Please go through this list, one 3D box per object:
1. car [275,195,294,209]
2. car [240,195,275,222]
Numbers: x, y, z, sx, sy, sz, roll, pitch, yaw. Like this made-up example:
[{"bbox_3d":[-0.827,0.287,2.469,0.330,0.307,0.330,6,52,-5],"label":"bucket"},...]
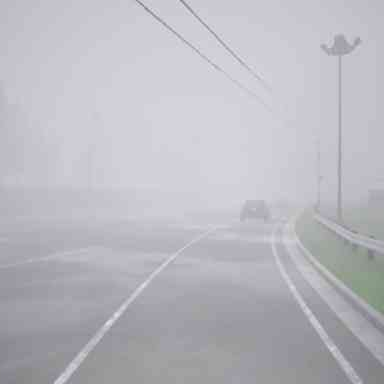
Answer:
[{"bbox_3d":[12.464,1.558,46.456,2.033,1.411,5.357,0,0,24],"label":"car"},{"bbox_3d":[5.247,1.350,26.796,2.097,1.767,4.553,0,0,17],"label":"car"}]
